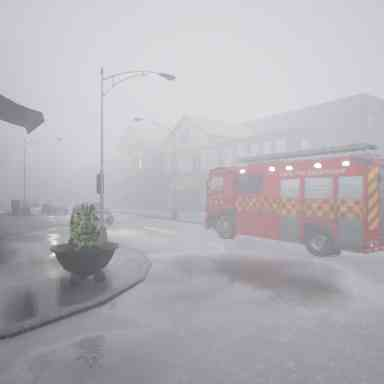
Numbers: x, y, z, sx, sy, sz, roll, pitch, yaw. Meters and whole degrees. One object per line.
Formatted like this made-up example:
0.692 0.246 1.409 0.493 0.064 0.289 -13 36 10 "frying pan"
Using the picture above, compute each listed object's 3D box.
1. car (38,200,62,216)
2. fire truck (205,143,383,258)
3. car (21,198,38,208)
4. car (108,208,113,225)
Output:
-13.830 1.525 33.389 1.812 1.442 4.674 0 0 -34 "car"
4.098 0.342 14.151 2.891 3.827 8.468 0 0 -34 "fire truck"
-23.043 1.548 47.182 2.033 1.411 5.357 0 0 -34 "car"
-7.077 1.491 23.361 2.128 1.511 4.902 0 0 -34 "car"
